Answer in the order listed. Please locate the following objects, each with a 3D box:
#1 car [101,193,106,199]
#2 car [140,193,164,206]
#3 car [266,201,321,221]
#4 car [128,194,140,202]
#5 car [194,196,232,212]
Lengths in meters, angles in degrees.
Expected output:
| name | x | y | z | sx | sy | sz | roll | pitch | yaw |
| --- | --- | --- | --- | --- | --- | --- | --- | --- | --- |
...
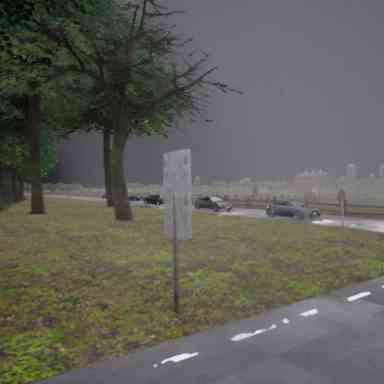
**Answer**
| name | x | y | z | sx | sy | sz | roll | pitch | yaw |
| --- | --- | --- | --- | --- | --- | --- | --- | --- | --- |
| car | -15.788 | 0.719 | 63.541 | 1.994 | 1.385 | 4.181 | -1 | 1 | -36 |
| car | -4.401 | 0.969 | 42.796 | 1.882 | 1.535 | 5.008 | -1 | 1 | -36 |
| car | 7.819 | 1.376 | 25.923 | 1.994 | 1.385 | 4.181 | -1 | 1 | -37 |
| car | -9.156 | 0.897 | 54.363 | 1.895 | 1.301 | 4.718 | -1 | 1 | -36 |
| car | 2.077 | 1.179 | 33.838 | 1.812 | 1.442 | 4.674 | -1 | 1 | -36 |
